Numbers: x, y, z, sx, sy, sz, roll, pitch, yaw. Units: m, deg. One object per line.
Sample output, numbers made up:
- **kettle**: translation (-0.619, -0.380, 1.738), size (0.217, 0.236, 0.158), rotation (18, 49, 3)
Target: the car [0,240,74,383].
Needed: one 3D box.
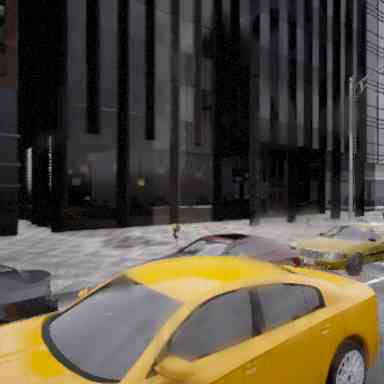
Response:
- **car**: translation (-3.912, 1.551, 3.857), size (4.403, 1.369, 2.008), rotation (0, 0, -36)

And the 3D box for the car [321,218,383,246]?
- **car**: translation (5.080, 1.526, 10.278), size (4.829, 1.417, 1.752), rotation (0, 0, -36)

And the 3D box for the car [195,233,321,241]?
- **car**: translation (0.654, 1.582, 7.117), size (4.206, 1.307, 1.802), rotation (0, 0, -36)

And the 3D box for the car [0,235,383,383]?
- **car**: translation (-0.096, 1.478, 3.312), size (5.008, 1.535, 1.882), rotation (0, 0, -36)
